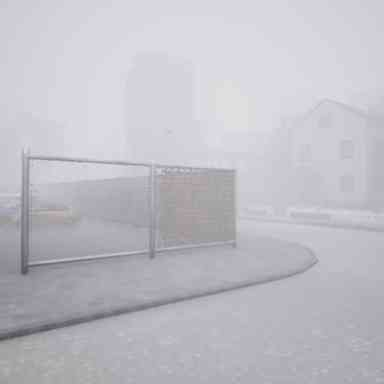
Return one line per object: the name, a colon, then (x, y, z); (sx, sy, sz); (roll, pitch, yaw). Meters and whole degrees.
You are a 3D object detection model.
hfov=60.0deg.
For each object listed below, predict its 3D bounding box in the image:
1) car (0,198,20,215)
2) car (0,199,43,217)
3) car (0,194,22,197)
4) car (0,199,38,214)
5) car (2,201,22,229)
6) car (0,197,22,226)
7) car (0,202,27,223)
car: (-19.146, 1.441, 34.406); (1.789, 1.547, 3.705); (1, 0, -36)
car: (-16.092, 1.456, 31.117); (3.633, 1.501, 1.845); (1, 0, -36)
car: (-13.870, 1.277, 26.415); (3.866, 1.878, 1.905); (1, 0, -36)
car: (-19.148, 1.514, 34.684); (5.357, 1.415, 2.033); (1, 0, -36)
car: (-9.139, 1.455, 20.624); (4.193, 1.474, 1.816); (1, 0, -36)
car: (-11.582, 1.381, 22.776); (4.611, 1.667, 2.242); (1, 0, -36)
car: (-13.318, 1.479, 24.153); (2.207, 1.379, 1.481); (1, 0, -36)
